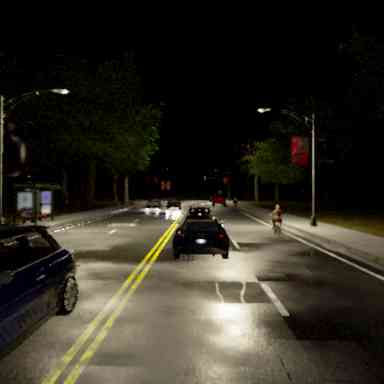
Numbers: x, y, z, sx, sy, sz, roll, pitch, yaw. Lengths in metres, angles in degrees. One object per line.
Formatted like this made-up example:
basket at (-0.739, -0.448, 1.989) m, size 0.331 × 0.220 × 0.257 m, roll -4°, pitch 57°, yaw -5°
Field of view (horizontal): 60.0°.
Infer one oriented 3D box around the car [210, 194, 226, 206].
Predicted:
car at (4.453, 1.322, 55.552) m, size 2.150 × 2.045 × 5.566 m, roll 0°, pitch 0°, yaw 1°

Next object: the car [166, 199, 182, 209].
car at (-2.454, 1.653, 44.840) m, size 1.895 × 1.301 × 4.718 m, roll 0°, pitch 0°, yaw 1°

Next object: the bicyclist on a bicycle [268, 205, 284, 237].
bicyclist on a bicycle at (4.458, 1.479, 17.461) m, size 0.866 × 1.612 × 1.509 m, roll 0°, pitch 0°, yaw 1°

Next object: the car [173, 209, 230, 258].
car at (0.338, 1.582, 12.874) m, size 1.994 × 1.385 × 4.181 m, roll 0°, pitch 0°, yaw 1°

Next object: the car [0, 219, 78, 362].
car at (-3.280, 1.344, 4.505) m, size 2.097 × 1.767 × 4.553 m, roll 0°, pitch 0°, yaw 1°

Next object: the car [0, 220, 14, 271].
car at (-6.459, 1.547, 8.078) m, size 1.994 × 1.385 × 4.181 m, roll 0°, pitch 0°, yaw 1°

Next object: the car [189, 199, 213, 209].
car at (0.704, 1.646, 30.898) m, size 1.895 × 1.301 × 4.718 m, roll 0°, pitch 0°, yaw 1°

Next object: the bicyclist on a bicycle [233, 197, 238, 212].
bicyclist on a bicycle at (4.887, 1.444, 37.681) m, size 0.659 × 1.776 × 1.843 m, roll 0°, pitch 0°, yaw 1°

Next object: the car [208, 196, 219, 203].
car at (4.710, 1.670, 72.993) m, size 2.033 × 1.411 × 5.357 m, roll 0°, pitch 0°, yaw 1°

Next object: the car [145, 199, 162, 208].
car at (-5.619, 1.646, 48.602) m, size 1.895 × 1.301 × 4.718 m, roll 0°, pitch 0°, yaw 1°
